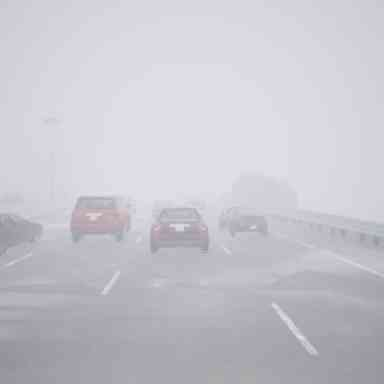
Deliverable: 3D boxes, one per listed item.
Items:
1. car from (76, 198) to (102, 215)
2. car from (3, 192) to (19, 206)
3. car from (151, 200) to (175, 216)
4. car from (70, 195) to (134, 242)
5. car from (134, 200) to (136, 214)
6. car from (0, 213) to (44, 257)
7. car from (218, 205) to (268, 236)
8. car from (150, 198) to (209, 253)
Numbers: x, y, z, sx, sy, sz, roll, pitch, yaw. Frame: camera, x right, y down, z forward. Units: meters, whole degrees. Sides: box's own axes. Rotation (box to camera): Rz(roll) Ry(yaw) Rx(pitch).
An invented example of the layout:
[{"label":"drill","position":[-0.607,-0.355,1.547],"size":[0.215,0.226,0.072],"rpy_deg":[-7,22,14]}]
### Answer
[{"label":"car","position":[-10.213,1.357,33.318],"size":[1.837,1.490,4.892],"rpy_deg":[0,0,-10]},{"label":"car","position":[-23.453,1.044,43.582],"size":[2.150,2.045,5.566],"rpy_deg":[0,0,-15]},{"label":"car","position":[-2.814,1.450,31.812],"size":[1.895,1.301,4.718],"rpy_deg":[0,0,-10]},{"label":"car","position":[-4.265,1.149,16.225],"size":[2.150,2.045,5.566],"rpy_deg":[0,0,-5]},{"label":"car","position":[-6.616,1.201,33.037],"size":[2.097,1.767,4.553],"rpy_deg":[0,0,-10]},{"label":"car","position":[-7.459,1.496,12.591],"size":[2.033,1.411,5.357],"rpy_deg":[0,0,-4]},{"label":"car","position":[2.613,1.436,17.602],"size":[1.812,1.442,4.674],"rpy_deg":[0,0,-5]},{"label":"car","position":[-0.564,1.287,13.571],"size":[2.097,1.767,4.553],"rpy_deg":[0,0,-4]}]
